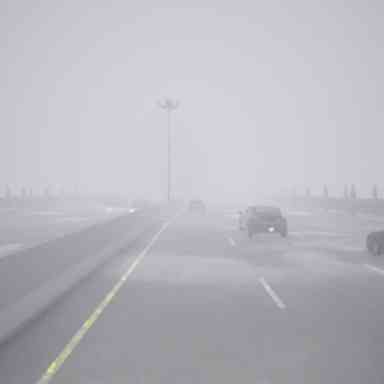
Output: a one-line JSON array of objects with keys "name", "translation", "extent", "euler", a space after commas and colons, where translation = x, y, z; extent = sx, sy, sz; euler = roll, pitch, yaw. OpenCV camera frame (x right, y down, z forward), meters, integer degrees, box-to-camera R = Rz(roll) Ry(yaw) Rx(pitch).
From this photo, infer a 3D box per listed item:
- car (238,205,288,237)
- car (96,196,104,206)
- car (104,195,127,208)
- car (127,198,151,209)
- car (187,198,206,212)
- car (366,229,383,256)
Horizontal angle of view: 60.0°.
[{"name": "car", "translation": [3.631, 1.439, 17.542], "extent": [1.837, 1.490, 4.892], "euler": [0, 0, 0]}, {"name": "car", "translation": [-13.217, 1.315, 51.227], "extent": [1.837, 1.490, 4.892], "euler": [0, 0, 2]}, {"name": "car", "translation": [-9.898, 1.380, 45.259], "extent": [2.033, 1.411, 5.357], "euler": [0, 0, 2]}, {"name": "car", "translation": [-6.485, 1.406, 42.378], "extent": [1.994, 1.385, 4.181], "euler": [0, 0, 2]}, {"name": "car", "translation": [0.534, 1.355, 36.476], "extent": [2.128, 1.511, 4.902], "euler": [0, 0, 2]}, {"name": "car", "translation": [7.104, 1.488, 9.873], "extent": [1.812, 1.442, 4.674], "euler": [0, 0, 0]}]
